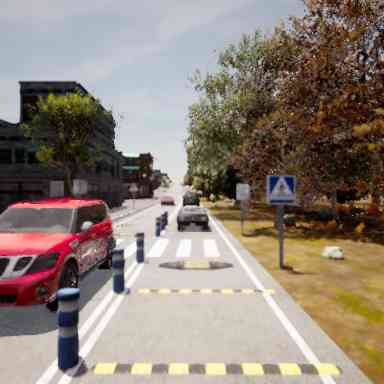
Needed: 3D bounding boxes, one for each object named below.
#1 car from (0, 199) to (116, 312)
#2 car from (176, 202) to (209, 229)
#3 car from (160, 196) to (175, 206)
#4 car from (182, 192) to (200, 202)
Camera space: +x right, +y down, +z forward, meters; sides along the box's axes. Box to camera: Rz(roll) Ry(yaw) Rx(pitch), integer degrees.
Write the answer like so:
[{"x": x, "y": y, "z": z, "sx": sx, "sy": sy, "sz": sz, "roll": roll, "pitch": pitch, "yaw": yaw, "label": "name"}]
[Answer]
[{"x": -3.370, "y": 1.211, "z": 8.021, "sx": 2.150, "sy": 2.045, "sz": 5.566, "roll": 0, "pitch": 0, "yaw": 0, "label": "car"}, {"x": 0.027, "y": 1.544, "z": 21.041, "sx": 1.895, "sy": 1.301, "sz": 4.718, "roll": 0, "pitch": 0, "yaw": -1, "label": "car"}, {"x": -3.603, "y": 1.285, "z": 49.531, "sx": 1.882, "sy": 1.535, "sz": 5.008, "roll": 0, "pitch": 0, "yaw": 0, "label": "car"}, {"x": -0.112, "y": 1.067, "z": 42.527, "sx": 2.150, "sy": 2.045, "sz": 5.566, "roll": 0, "pitch": 0, "yaw": 0, "label": "car"}]
